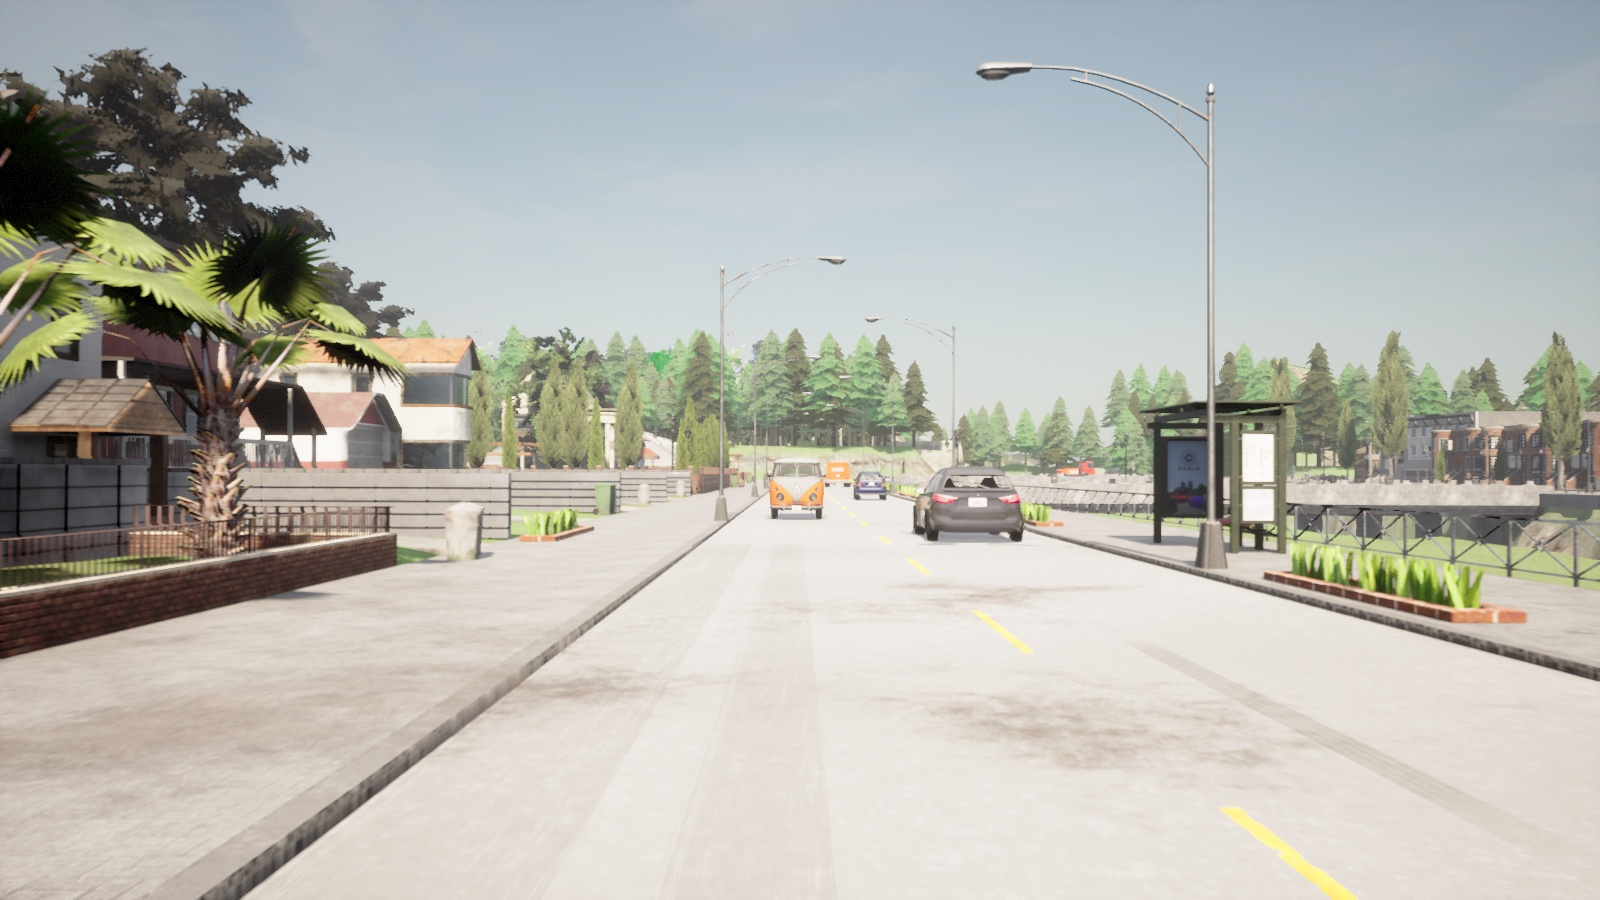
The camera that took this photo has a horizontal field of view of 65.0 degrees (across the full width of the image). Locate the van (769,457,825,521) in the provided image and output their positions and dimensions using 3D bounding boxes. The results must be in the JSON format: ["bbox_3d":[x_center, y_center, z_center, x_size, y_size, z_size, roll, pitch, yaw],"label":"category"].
[{"bbox_3d":[-0.099,1.264,41.578,1.775,1.987,4.442,0,-1,0],"label":"van"}]

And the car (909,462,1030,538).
[{"bbox_3d":[3.929,1.144,29.892,2.242,1.667,4.611,0,-1,0],"label":"car"}]

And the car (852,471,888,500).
[{"bbox_3d":[3.837,1.938,69.279,1.789,1.549,3.705,0,-1,0],"label":"car"}]
